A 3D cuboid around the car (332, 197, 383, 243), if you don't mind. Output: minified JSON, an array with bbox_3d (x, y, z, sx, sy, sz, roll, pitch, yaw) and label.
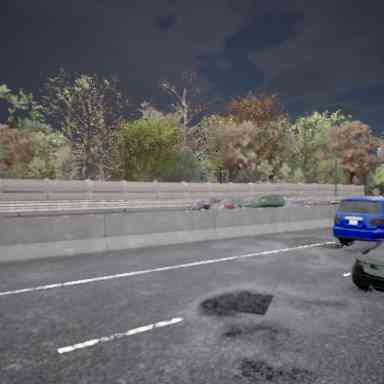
[{"bbox_3d":[8.155,1.213,13.867,5.566,2.045,2.150,0,0,-36],"label":"car"}]

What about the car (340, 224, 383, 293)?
[{"bbox_3d":[5.596,1.558,7.738,4.181,1.385,1.994,0,0,-36],"label":"car"}]

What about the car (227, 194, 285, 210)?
[{"bbox_3d":[6.166,1.211,29.891,5.566,2.045,2.150,0,0,-35],"label":"car"}]

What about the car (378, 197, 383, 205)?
[{"bbox_3d":[35.308,1.589,59.167,4.718,1.301,1.895,0,0,-36],"label":"car"}]

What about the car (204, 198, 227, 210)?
[{"bbox_3d":[3.866,1.342,32.548,4.553,1.767,2.097,0,0,-35],"label":"car"}]

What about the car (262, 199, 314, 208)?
[{"bbox_3d":[8.528,1.537,27.279,5.357,1.411,2.033,0,0,-36],"label":"car"}]

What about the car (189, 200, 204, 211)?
[{"bbox_3d":[1.900,1.495,35.444,4.892,1.490,1.837,0,0,-35],"label":"car"}]
